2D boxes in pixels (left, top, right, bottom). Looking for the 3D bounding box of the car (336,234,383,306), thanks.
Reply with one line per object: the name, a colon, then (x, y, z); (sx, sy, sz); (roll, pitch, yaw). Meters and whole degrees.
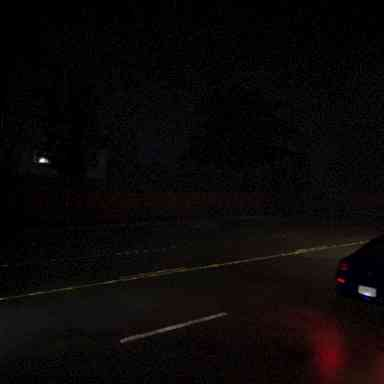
car: (4.933, 1.563, 7.074); (4.674, 1.442, 1.812); (0, 0, -35)
